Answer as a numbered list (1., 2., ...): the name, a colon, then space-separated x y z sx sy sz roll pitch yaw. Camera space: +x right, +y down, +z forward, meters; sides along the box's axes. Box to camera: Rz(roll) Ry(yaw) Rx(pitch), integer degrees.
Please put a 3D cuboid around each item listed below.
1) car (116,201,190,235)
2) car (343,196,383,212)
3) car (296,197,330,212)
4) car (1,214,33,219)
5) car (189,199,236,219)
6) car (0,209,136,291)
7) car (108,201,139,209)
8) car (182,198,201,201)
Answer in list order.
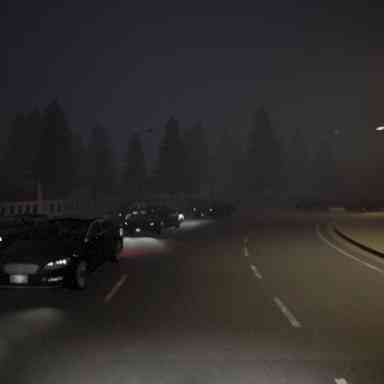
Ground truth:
1. car: -1.951 1.456 18.771 2.033 1.411 5.357 0 0 15
2. car: 18.438 1.297 35.982 5.008 1.535 1.882 0 0 -34
3. car: 13.173 1.312 36.045 4.902 1.511 2.128 0 0 -42
4. car: -6.450 1.541 12.533 1.895 1.301 4.718 0 0 6
5. car: 1.931 1.463 28.003 1.895 1.301 4.718 0 0 31
6. car: -3.256 1.448 9.040 2.128 1.511 4.902 0 0 4
7. car: -4.333 1.383 22.378 2.128 1.511 4.902 0 0 20
8. car: -0.087 1.337 31.543 2.128 1.511 4.902 0 0 32
